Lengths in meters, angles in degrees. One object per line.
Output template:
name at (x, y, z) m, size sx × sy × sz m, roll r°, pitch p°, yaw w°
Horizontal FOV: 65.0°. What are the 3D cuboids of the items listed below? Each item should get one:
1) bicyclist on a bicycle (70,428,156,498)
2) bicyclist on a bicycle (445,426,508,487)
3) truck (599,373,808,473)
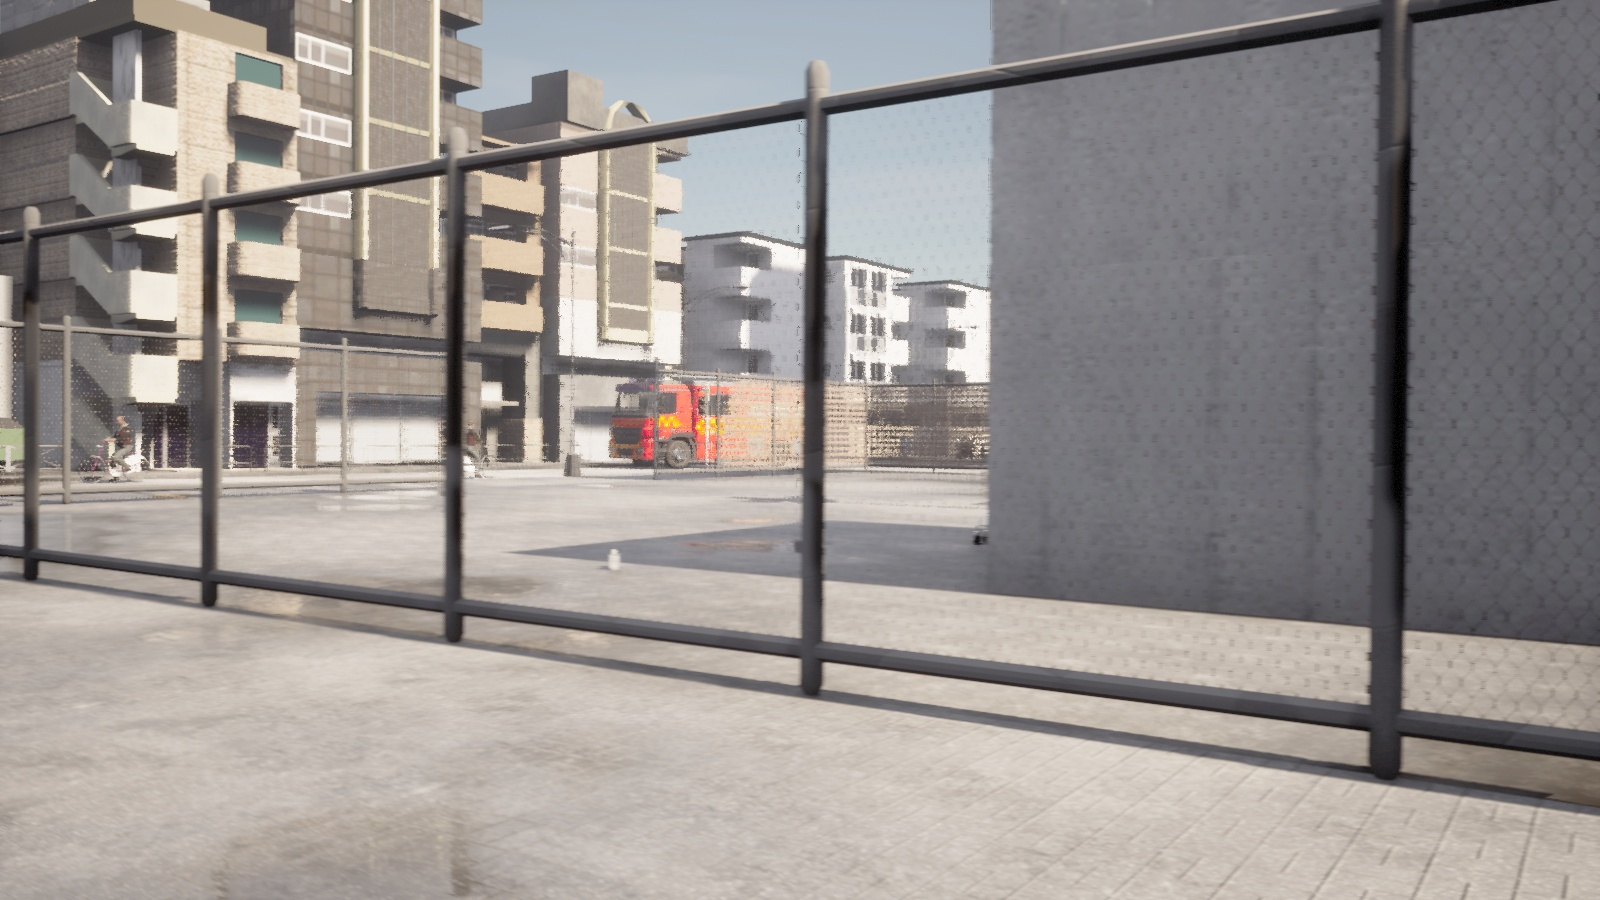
bicyclist on a bicycle at (-17.850, 0.318, 32.660) m, size 0.659 × 1.776 × 1.843 m, roll 0°, pitch 1°, yaw 33°
bicyclist on a bicycle at (-9.699, 0.175, 37.723) m, size 0.659 × 1.776 × 1.843 m, roll 0°, pitch 1°, yaw 34°
truck at (-3.862, -1.107, 51.920) m, size 8.468 × 3.827 × 2.891 m, roll -1°, pitch 1°, yaw -40°
